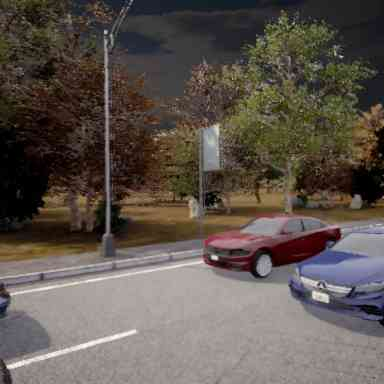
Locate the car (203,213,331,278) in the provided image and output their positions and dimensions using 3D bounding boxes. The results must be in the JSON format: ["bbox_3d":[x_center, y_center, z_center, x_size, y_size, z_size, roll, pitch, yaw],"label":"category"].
[{"bbox_3d":[2.614,1.437,10.237,5.008,1.535,1.882,-1,0,-36],"label":"car"}]

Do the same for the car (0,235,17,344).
[{"bbox_3d":[-5.457,1.603,4.360,5.357,1.411,2.033,-1,0,-36],"label":"car"}]

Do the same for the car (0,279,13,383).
[{"bbox_3d":[-3.545,1.545,1.422,4.892,1.490,1.837,0,0,-36],"label":"car"}]

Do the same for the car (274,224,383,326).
[{"bbox_3d":[4.030,1.475,6.938,4.674,1.442,1.812,-1,0,-36],"label":"car"}]
